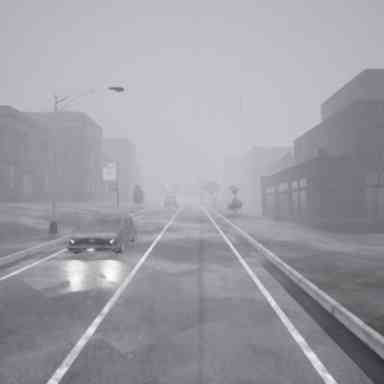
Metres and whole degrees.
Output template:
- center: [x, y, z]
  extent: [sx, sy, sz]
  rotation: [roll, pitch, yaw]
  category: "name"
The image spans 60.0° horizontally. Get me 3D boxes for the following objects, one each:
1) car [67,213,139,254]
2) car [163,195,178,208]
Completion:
- center: [-3.464, 1.608, 14.024]
  extent: [2.033, 1.411, 5.357]
  rotation: [0, 0, 0]
  category: "car"
- center: [-3.548, 1.567, 55.244]
  extent: [2.150, 2.045, 5.566]
  rotation: [0, 0, 0]
  category: "car"
